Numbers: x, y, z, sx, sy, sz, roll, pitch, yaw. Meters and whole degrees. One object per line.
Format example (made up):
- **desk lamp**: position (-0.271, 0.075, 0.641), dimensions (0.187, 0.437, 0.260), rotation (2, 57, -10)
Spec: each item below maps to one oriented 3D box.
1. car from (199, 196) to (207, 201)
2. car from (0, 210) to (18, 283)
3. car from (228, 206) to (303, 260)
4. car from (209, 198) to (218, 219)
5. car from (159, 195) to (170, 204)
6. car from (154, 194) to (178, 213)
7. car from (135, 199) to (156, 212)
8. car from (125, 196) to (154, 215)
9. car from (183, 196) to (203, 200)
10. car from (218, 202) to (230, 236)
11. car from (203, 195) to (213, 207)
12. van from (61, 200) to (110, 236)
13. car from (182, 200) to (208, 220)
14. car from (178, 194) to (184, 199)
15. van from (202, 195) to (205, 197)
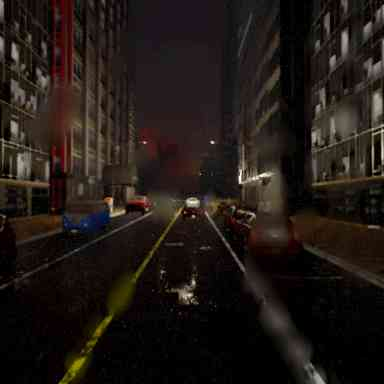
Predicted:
- **car**: position (2.763, 1.703, 85.143), dimensions (1.802, 1.307, 4.206), rotation (1, 0, 0)
- **car**: position (-5.668, 1.325, 6.963), dimensions (2.192, 1.841, 5.009), rotation (1, 0, 0)
- **car**: position (2.714, 1.456, 12.638), dimensions (1.967, 1.590, 4.097), rotation (1, 0, 0)
- **car**: position (2.724, 1.564, 29.540), dimensions (1.752, 1.417, 4.829), rotation (1, 0, 0)
- **car**: position (-5.593, 1.536, 68.290), dimensions (1.967, 1.590, 4.097), rotation (1, 0, 0)
- **car**: position (-3.066, 1.402, 37.698), dimensions (2.097, 1.767, 4.553), rotation (0, 0, 0)
- **car**: position (-5.616, 1.621, 40.413), dimensions (1.947, 1.339, 4.313), rotation (1, 0, 0)
- **car**: position (-5.615, 1.362, 34.839), dimensions (2.192, 1.841, 5.009), rotation (1, 0, 0)
- **car**: position (0.131, 1.586, 44.497), dimensions (1.812, 1.442, 4.674), rotation (0, 0, 0)
- **car**: position (2.718, 1.464, 18.215), dimensions (1.967, 1.590, 4.097), rotation (1, 0, 0)
- **car**: position (2.736, 1.588, 46.272), dimensions (1.752, 1.417, 4.829), rotation (1, 0, 0)
- **van**: position (-5.669, 1.365, 18.114), dimensions (1.690, 1.788, 3.998), rotation (1, 0, 0)
- **car**: position (0.118, 1.638, 28.380), dimensions (1.895, 1.301, 4.718), rotation (0, 0, 0)
- **car**: position (-2.944, 1.082, 79.270), dimensions (2.097, 1.767, 4.553), rotation (0, 0, 0)
- **van**: position (2.748, 1.420, 57.257), dimensions (1.690, 1.788, 3.998), rotation (1, 0, 0)
